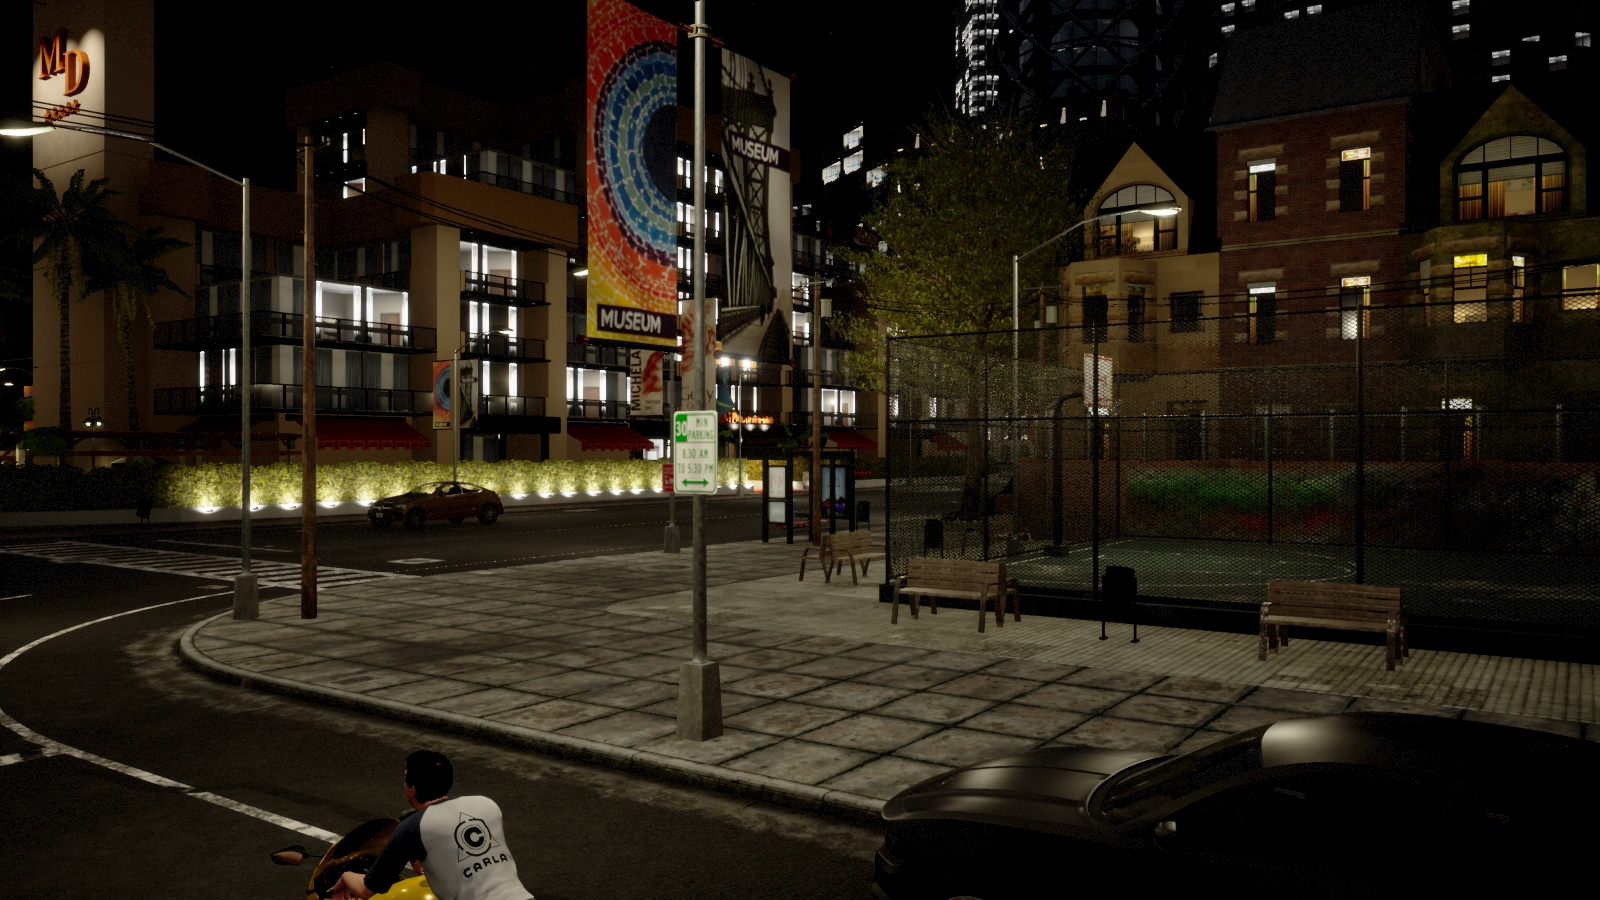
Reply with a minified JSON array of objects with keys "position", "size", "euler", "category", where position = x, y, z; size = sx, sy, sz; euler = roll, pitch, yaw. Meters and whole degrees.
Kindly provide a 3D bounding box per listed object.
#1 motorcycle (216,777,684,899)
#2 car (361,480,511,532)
[{"position":[-1.529,2.213,4.819],"size":[2.033,1.145,0.803],"euler":[0,0,35],"category":"motorcycle"},{"position":[-13.322,1.992,42.110],"size":[2.152,1.651,5.027],"euler":[0,0,34],"category":"car"}]
